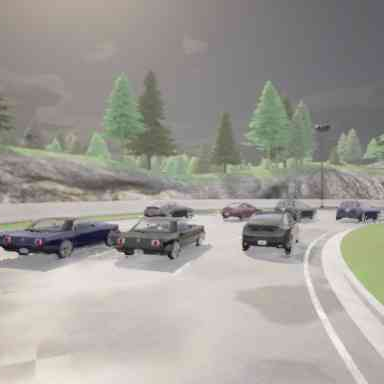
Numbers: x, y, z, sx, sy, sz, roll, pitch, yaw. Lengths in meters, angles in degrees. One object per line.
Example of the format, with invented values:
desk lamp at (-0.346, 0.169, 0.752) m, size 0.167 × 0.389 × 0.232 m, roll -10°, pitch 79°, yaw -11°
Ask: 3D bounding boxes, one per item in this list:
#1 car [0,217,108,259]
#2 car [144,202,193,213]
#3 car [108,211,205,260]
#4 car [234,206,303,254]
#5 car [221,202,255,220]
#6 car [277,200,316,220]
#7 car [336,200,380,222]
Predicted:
car at (-4.603, 1.572, 12.554) m, size 1.895 × 1.301 × 4.718 m, roll 1°, pitch 0°, yaw 17°
car at (-1.746, 1.507, 26.523) m, size 2.128 × 1.511 × 4.902 m, roll 0°, pitch 0°, yaw 34°
car at (-0.958, 1.607, 12.578) m, size 1.895 × 1.301 × 4.718 m, roll 1°, pitch 0°, yaw 19°
car at (3.405, 1.555, 14.008) m, size 1.837 × 1.490 × 4.892 m, roll 0°, pitch 0°, yaw 22°
car at (4.258, 1.602, 28.196) m, size 1.812 × 1.442 × 4.674 m, roll 0°, pitch 0°, yaw 40°
car at (8.616, 1.470, 27.759) m, size 2.097 × 1.767 × 4.553 m, roll 1°, pitch 0°, yaw 43°
car at (14.080, 1.523, 28.068) m, size 4.553 × 1.767 × 2.097 m, roll 1°, pitch 0°, yaw -41°
